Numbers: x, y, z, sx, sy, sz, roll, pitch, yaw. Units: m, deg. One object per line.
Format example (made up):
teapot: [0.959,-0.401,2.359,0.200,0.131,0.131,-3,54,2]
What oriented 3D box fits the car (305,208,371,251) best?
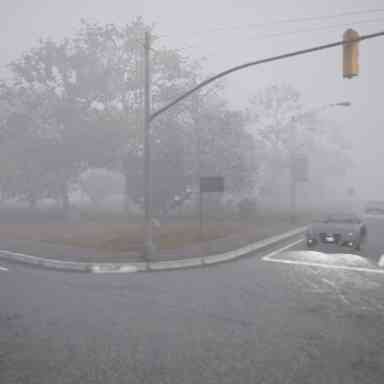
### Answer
car: [6.257,1.592,14.243,1.994,1.385,4.181,-1,0,32]

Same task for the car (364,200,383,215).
car: [19.331,1.550,34.950,2.033,1.411,5.357,-1,0,32]
